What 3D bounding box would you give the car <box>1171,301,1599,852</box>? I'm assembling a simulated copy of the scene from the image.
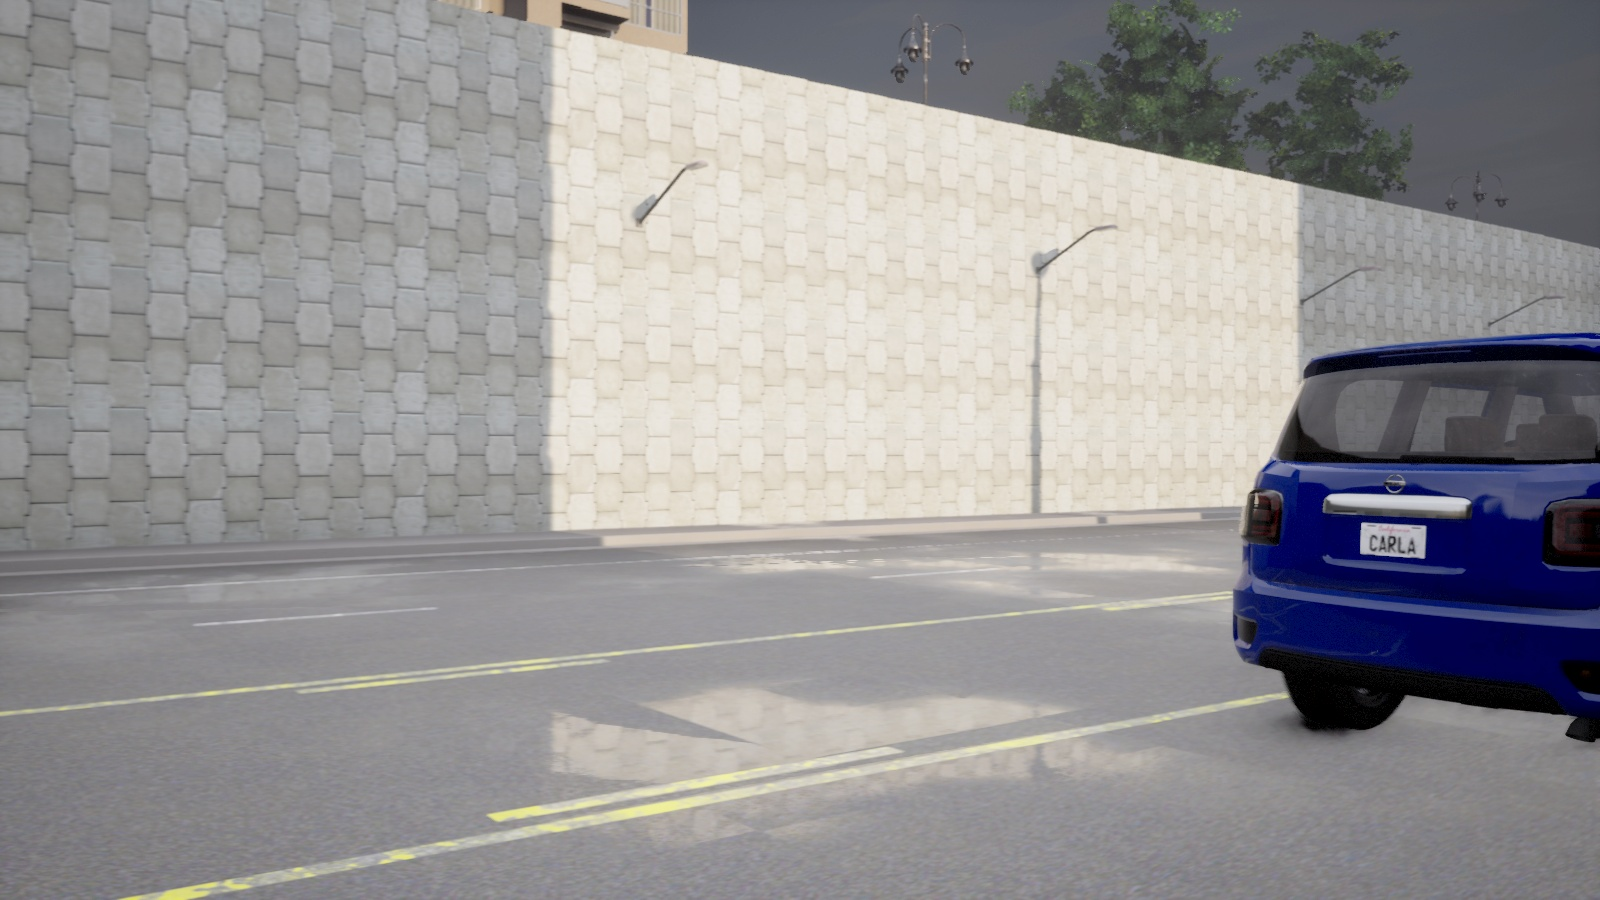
[{"bbox_3d":[4.752,0.471,6.967,5.566,2.045,2.150,0,0,-35],"label":"car"}]
